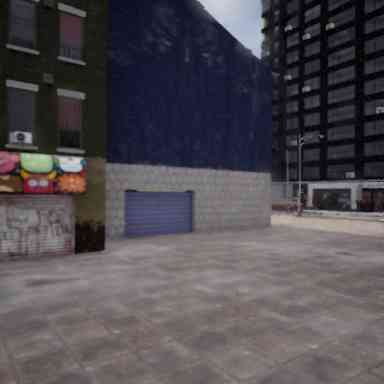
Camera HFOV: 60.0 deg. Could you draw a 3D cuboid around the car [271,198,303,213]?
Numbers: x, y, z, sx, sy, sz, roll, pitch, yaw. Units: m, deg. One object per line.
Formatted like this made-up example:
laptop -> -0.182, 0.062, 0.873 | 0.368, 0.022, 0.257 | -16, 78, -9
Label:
car -> 10.451, 1.485, 38.439 | 2.097, 1.767, 4.553 | 1, 0, -36
